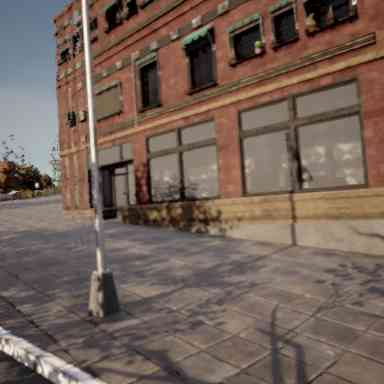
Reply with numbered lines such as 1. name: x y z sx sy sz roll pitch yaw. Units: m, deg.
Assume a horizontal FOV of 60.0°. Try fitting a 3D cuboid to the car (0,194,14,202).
1. car: -33.069 1.033 57.950 1.994 1.385 4.181 -5 2 3
